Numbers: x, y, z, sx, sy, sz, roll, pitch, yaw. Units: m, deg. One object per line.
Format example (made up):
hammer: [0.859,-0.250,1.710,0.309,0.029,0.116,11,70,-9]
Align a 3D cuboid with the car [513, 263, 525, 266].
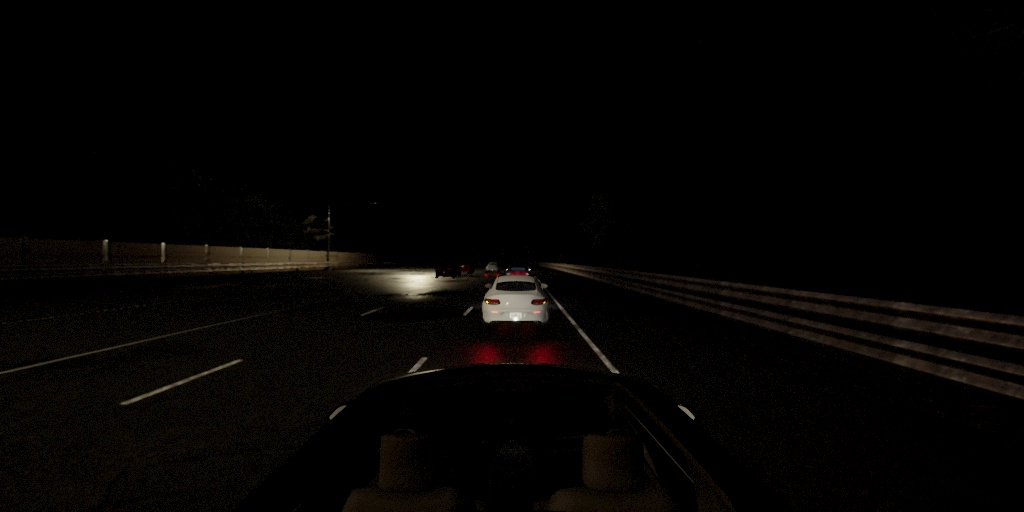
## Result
car: [0.452,1.431,26.888,1.994,1.385,4.181,0,0,2]

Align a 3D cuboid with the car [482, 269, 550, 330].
car: [0.131,1.291,11.056,1.812,1.442,4.674,0,0,1]

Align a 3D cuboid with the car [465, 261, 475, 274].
car: [-6.121,1.385,46.724,2.097,1.767,4.553,0,-1,1]

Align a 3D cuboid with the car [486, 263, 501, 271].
car: [-2.586,1.612,49.310,1.812,1.442,4.674,0,-1,1]

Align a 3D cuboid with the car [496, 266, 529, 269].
car: [0.305,1.409,19.921,1.895,1.301,4.718,0,0,1]

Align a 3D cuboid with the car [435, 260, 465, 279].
car: [-6.271,1.395,35.699,1.882,1.535,5.008,0,0,1]
